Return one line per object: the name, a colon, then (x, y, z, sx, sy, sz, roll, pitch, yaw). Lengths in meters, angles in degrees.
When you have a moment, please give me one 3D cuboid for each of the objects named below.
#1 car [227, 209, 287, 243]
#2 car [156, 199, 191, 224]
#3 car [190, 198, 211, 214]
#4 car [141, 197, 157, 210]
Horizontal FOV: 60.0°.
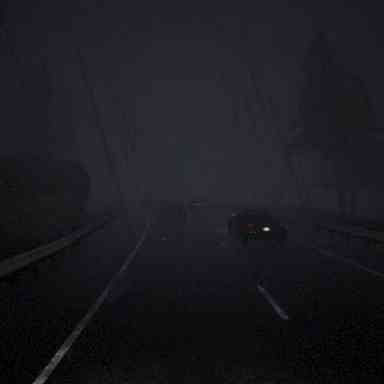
car: (2.930, 1.509, 15.765, 1.994, 1.385, 4.181, 0, 0, -4)
car: (-1.463, 1.447, 24.137, 1.812, 1.442, 4.674, 0, 0, -8)
car: (0.522, 1.381, 33.181, 2.128, 1.511, 4.902, 0, 0, -11)
car: (-5.196, 1.371, 41.640, 1.837, 1.490, 4.892, 0, 0, -16)
